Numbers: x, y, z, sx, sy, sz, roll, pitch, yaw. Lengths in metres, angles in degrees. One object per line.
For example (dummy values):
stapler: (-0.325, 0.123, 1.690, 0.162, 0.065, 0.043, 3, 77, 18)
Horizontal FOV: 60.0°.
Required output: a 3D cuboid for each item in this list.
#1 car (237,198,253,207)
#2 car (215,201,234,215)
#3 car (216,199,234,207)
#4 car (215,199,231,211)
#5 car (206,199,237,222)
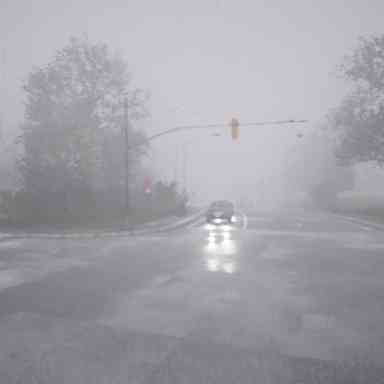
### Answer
car: (10.103, 1.909, 64.652, 2.097, 1.767, 4.553, -1, -1, -10)
car: (3.535, 1.694, 35.982, 1.895, 1.301, 4.718, -1, -1, 6)
car: (6.422, 2.173, 65.503, 2.033, 1.411, 5.357, -1, -1, -13)
car: (4.222, 1.781, 46.116, 1.837, 1.490, 4.892, -1, -1, 2)
car: (2.213, 1.479, 26.042, 2.128, 1.511, 4.902, -1, 0, 9)
